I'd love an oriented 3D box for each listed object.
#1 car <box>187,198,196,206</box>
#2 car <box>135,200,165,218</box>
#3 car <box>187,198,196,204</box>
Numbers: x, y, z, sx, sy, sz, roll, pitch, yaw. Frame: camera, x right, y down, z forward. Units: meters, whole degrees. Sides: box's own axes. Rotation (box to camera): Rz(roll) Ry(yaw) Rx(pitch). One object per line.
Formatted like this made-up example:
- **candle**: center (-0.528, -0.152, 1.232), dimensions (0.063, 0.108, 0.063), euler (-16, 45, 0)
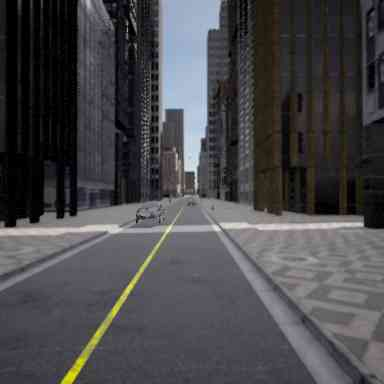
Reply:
- **car**: center (-0.134, 2.305, 72.088), dimensions (1.895, 1.301, 4.718), euler (0, -1, 0)
- **car**: center (-3.045, 1.404, 24.811), dimensions (1.837, 1.490, 4.892), euler (0, -1, 0)
- **car**: center (-0.155, 2.243, 82.168), dimensions (2.128, 1.511, 4.902), euler (0, -1, 0)
